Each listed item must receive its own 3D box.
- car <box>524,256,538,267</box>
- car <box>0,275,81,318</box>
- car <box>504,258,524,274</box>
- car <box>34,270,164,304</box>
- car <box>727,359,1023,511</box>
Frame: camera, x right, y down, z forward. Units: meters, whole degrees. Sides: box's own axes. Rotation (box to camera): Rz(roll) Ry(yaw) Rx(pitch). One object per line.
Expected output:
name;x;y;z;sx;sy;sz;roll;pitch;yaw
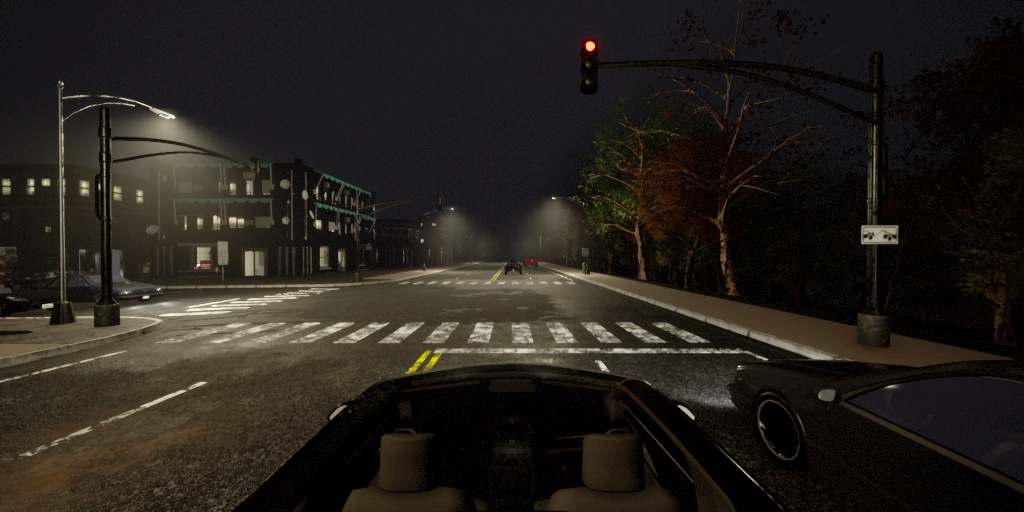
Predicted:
car;3.428;0.948;63.942;2.150;2.045;5.566;0;0;0
car;-19.933;1.565;13.723;4.313;1.339;1.948;0;0;0
car;0.145;1.243;41.474;1.837;1.490;4.892;0;0;0
car;-19.285;1.512;16.449;5.357;1.411;2.033;-1;1;3
car;3.326;1.297;1.736;2.033;1.411;5.357;0;0;3
